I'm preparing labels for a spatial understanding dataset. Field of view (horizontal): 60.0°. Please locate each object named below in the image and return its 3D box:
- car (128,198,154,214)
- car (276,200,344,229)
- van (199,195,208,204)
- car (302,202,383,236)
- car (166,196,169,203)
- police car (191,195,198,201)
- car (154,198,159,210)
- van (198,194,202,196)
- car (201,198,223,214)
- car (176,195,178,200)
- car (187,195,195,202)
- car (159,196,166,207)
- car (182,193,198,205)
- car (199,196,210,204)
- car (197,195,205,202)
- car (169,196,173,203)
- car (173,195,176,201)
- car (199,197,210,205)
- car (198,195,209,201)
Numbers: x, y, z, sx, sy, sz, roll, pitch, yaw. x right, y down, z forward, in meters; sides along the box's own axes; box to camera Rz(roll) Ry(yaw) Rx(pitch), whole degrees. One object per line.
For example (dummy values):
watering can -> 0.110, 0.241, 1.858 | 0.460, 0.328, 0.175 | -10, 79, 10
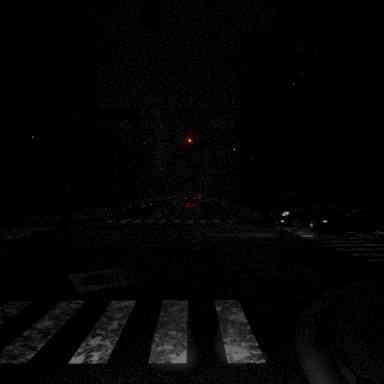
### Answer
car -> -5.683, 1.487, 36.186 | 1.967, 1.590, 4.097 | 0, 0, 0
car -> 7.677, 1.330, 20.983 | 4.553, 1.767, 2.097 | 0, 0, 5
van -> 2.388, 1.467, 69.239 | 1.690, 1.788, 3.998 | 0, 0, 0
car -> 8.722, 1.459, 17.423 | 4.902, 1.511, 2.128 | 0, 0, 0
car -> -5.652, 1.646, 58.229 | 2.008, 1.369, 4.403 | 0, 0, 0
police car -> 0.606, 1.617, 90.254 | 1.930, 1.638, 5.238 | 0, 0, 0
car -> -5.675, 1.498, 41.697 | 1.967, 1.590, 4.097 | 0, 0, 0
van -> 2.372, 1.436, 58.218 | 1.690, 1.788, 3.998 | 0, 0, 0
car -> 2.342, 1.613, 36.174 | 1.947, 1.339, 4.313 | 0, 0, 0
car -> -5.606, 1.739, 91.294 | 1.887, 1.381, 4.507 | 0, 0, 0
car -> -0.243, 1.494, 73.710 | 1.812, 1.442, 4.674 | 0, 0, 0
car -> -5.660, 1.663, 52.718 | 1.802, 1.307, 4.206 | 0, 0, 0
car -> -0.257, 1.330, 63.355 | 2.150, 2.045, 5.566 | 0, 0, 0
car -> 2.357, 1.651, 47.197 | 1.802, 1.307, 4.206 | 0, 0, 0
car -> 2.411, 1.617, 85.772 | 1.967, 1.590, 4.097 | 0, 0, 0
car -> -5.637, 1.566, 69.250 | 1.967, 1.590, 4.097 | 0, 0, 0
car -> -5.622, 1.710, 80.272 | 2.008, 1.369, 4.403 | 0, 0, 0
car -> 2.380, 1.660, 63.728 | 2.008, 1.369, 4.403 | 0, 0, 0
car -> 2.365, 1.647, 52.707 | 1.947, 1.339, 4.313 | 0, 0, 0
